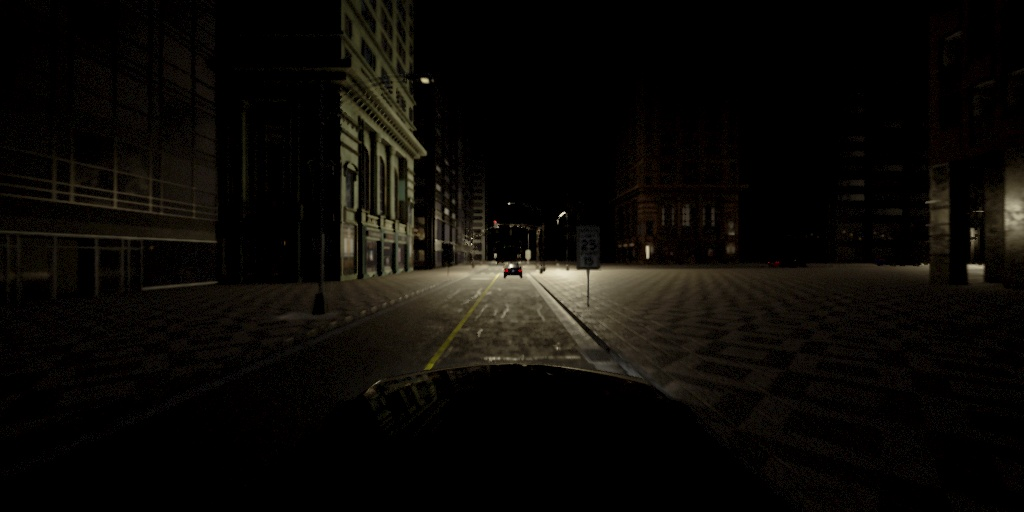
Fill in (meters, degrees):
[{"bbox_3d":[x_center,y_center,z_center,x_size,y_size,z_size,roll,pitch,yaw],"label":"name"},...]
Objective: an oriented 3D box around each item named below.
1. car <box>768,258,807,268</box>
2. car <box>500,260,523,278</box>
[{"bbox_3d":[36.703,0.960,47.805,4.181,1.385,1.994,-1,0,0],"label":"car"},{"bbox_3d":[0.101,1.345,34.168,2.033,1.411,5.357,0,0,0],"label":"car"}]
